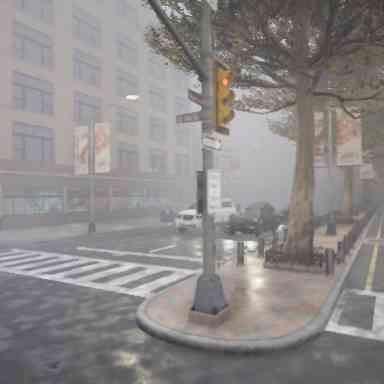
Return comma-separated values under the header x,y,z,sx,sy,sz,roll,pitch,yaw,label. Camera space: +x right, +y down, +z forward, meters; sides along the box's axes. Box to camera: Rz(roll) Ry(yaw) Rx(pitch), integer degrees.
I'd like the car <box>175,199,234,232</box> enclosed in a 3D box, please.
x,y,z,sx,sy,sz,roll,pitch,yaw,label
1.102,1.503,22.106,2.150,2.045,5.566,-1,-1,30,car

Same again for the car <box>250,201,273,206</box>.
x,y,z,sx,sy,sz,roll,pitch,yaw,label
6.221,1.683,30.760,2.097,1.767,4.553,-1,-1,31,car

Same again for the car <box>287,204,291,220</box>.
x,y,z,sx,sy,sz,roll,pitch,yaw,label
8.891,1.773,28.398,1.837,1.490,4.892,-1,-1,31,car

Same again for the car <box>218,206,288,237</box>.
x,y,z,sx,sy,sz,roll,pitch,yaw,label
3.785,1.765,19.757,2.033,1.411,5.357,-1,-1,30,car
